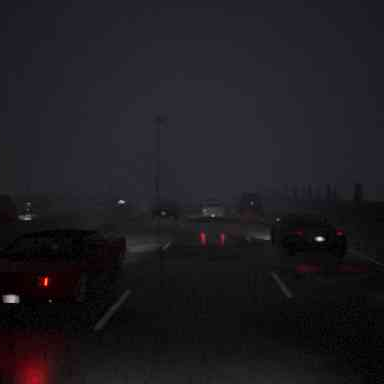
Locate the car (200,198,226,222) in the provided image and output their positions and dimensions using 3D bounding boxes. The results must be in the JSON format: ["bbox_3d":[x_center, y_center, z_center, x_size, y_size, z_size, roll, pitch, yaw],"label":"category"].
[{"bbox_3d":[1.601,1.420,25.418,1.812,1.442,4.674,0,0,4],"label":"car"}]

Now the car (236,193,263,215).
[{"bbox_3d":[5.564,1.103,32.501,2.150,2.045,5.566,0,0,4],"label":"car"}]

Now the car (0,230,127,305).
[{"bbox_3d":[-2.991,1.553,7.973,1.895,1.301,4.718,0,0,3],"label":"car"}]

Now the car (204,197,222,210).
[{"bbox_3d":[2.636,1.399,41.561,2.033,1.411,5.357,0,0,4],"label":"car"}]

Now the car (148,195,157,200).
[{"bbox_3d":[-6.746,1.296,60.932,2.128,1.511,4.902,0,0,4],"label":"car"}]

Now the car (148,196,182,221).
[{"bbox_3d":[-1.858,1.360,26.144,1.882,1.535,5.008,0,0,4],"label":"car"}]

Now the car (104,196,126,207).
[{"bbox_3d":[-11.093,1.352,48.431,2.033,1.411,5.357,0,0,4],"label":"car"}]

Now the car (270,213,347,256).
[{"bbox_3d":[4.329,1.511,12.939,1.994,1.385,4.181,0,0,3],"label":"car"}]

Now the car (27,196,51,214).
[{"bbox_3d":[-15.672,1.179,32.470,2.097,1.767,4.553,0,0,4],"label":"car"}]

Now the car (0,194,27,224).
[{"bbox_3d":[-9.830,1.128,14.343,2.150,2.045,5.566,0,0,4],"label":"car"}]
